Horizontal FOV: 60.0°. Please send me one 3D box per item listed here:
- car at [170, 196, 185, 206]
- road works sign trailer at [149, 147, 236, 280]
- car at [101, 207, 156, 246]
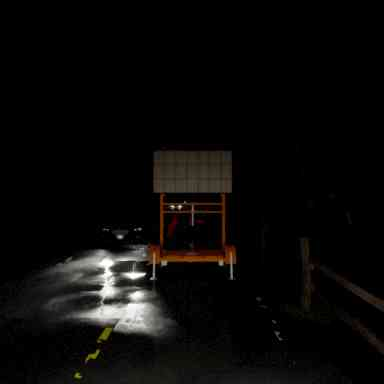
[{"bbox_3d":[-2.702,1.664,57.878,1.994,1.385,4.181,0,0,0],"label":"car"},{"bbox_3d":[0.022,0.463,9.917,2.380,3.560,2.880,0,0,0],"label":"road works sign trailer"},{"bbox_3d":[-2.814,1.489,15.461,2.128,1.511,4.902,0,0,0],"label":"car"}]
